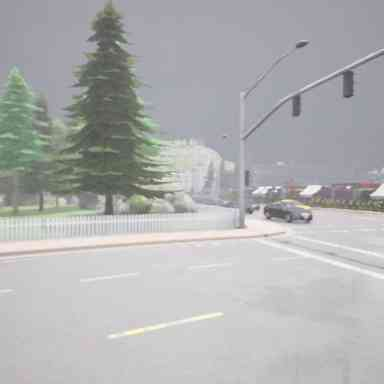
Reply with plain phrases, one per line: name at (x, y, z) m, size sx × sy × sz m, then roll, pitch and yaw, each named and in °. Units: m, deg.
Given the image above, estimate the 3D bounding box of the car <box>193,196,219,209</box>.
car at (1.890, 1.524, 43.617) m, size 1.994 × 1.385 × 4.181 m, roll 0°, pitch 0°, yaw -17°

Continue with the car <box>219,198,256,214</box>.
car at (4.726, 1.559, 34.328) m, size 1.994 × 1.385 × 4.181 m, roll 0°, pitch 0°, yaw -17°

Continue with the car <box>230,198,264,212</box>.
car at (6.528, 1.480, 40.415) m, size 2.128 × 1.511 × 4.902 m, roll 0°, pitch 0°, yaw -17°

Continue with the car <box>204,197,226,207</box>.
car at (3.409, 1.477, 50.647) m, size 1.812 × 1.442 × 4.674 m, roll 0°, pitch 0°, yaw -17°

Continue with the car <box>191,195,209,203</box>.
car at (1.582, 1.447, 68.863) m, size 2.033 × 1.411 × 5.357 m, roll 0°, pitch 0°, yaw -17°

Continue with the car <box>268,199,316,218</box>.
car at (9.291, 1.499, 31.388) m, size 1.882 × 1.535 × 5.008 m, roll 0°, pitch 0°, yaw -17°

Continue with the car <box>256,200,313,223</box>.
car at (7.340, 1.518, 25.809) m, size 2.128 × 1.511 × 4.902 m, roll 0°, pitch 0°, yaw -17°
